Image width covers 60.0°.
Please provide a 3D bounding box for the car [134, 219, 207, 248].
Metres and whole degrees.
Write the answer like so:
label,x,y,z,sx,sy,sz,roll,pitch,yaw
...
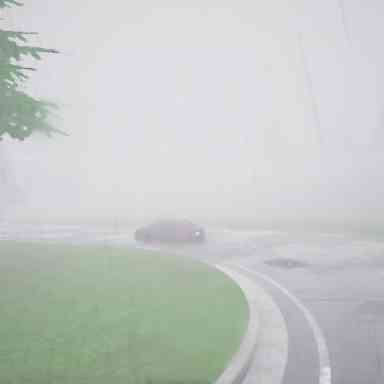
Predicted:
label,x,y,z,sx,sy,sz,roll,pitch,yaw
car,-1.250,2.156,18.161,4.181,1.385,1.994,-3,-3,40
